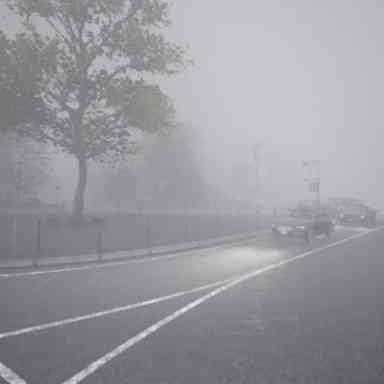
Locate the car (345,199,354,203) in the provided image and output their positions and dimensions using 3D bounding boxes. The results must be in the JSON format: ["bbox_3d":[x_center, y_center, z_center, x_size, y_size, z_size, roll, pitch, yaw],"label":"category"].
[{"bbox_3d":[15.610,1.871,38.663,5.008,1.535,2.097,1,-1,39],"label":"car"}]

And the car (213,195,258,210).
[{"bbox_3d":[5.557,1.427,45.680,5.566,2.045,2.435,1,-1,39],"label":"car"}]

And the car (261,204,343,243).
[{"bbox_3d":[5.746,1.613,17.039,2.128,1.511,4.902,1,0,40],"label":"car"}]

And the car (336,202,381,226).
[{"bbox_3d":[12.895,1.778,25.718,1.812,1.442,4.674,1,0,39],"label":"car"}]

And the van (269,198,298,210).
[{"bbox_3d":[16.103,2.120,58.528,4.442,1.987,1.878,1,-2,39],"label":"van"}]

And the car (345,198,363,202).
[{"bbox_3d":[17.431,1.718,40.952,5.566,2.045,2.435,1,-2,39],"label":"car"}]

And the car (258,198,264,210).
[{"bbox_3d":[7.207,1.769,47.766,4.892,1.521,2.231,1,-1,39],"label":"car"}]

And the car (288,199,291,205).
[{"bbox_3d":[14.098,2.209,56.549,5.366,1.575,1.946,1,-2,39],"label":"car"}]

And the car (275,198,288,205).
[{"bbox_3d":[12.419,2.091,54.488,5.366,1.575,1.946,1,-2,39],"label":"car"}]

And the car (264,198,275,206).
[{"bbox_3d":[8.986,1.615,49.929,5.566,2.045,2.435,1,-1,39],"label":"car"}]

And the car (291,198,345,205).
[{"bbox_3d":[13.688,1.644,36.320,4.553,1.767,2.185,1,-1,39],"label":"car"}]

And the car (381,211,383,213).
[{"bbox_3d":[25.246,2.477,50.226,5.366,1.575,1.946,1,-2,39],"label":"car"}]

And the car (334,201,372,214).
[{"bbox_3d":[23.243,2.216,48.105,4.553,1.767,2.185,1,-2,39],"label":"car"}]
